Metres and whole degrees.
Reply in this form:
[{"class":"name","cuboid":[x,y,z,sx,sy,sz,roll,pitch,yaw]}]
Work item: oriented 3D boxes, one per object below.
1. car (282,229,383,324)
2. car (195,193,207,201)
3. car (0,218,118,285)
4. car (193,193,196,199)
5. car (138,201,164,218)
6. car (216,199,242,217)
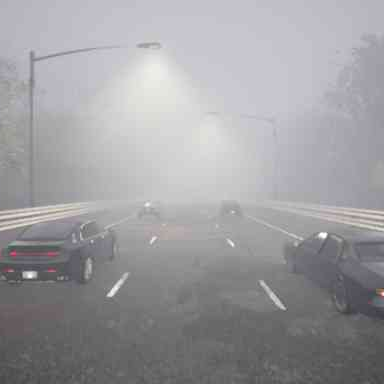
[{"class":"car","cuboid":[3.581,1.538,7.413,2.033,1.411,5.357,0,0,0]},{"class":"car","cuboid":[2.345,1.386,75.959,1.812,1.442,4.674,0,0,-2]},{"class":"car","cuboid":[-3.429,1.493,9.446,1.837,1.490,4.892,0,0,0]},{"class":"car","cuboid":[1.991,1.434,87.020,1.895,1.301,4.718,0,0,-2]},{"class":"car","cuboid":[-3.589,1.503,29.606,2.033,1.411,5.357,0,0,-1]},{"class":"car","cuboid":[3.397,1.459,30.551,1.837,1.490,4.892,0,0,-1]}]
